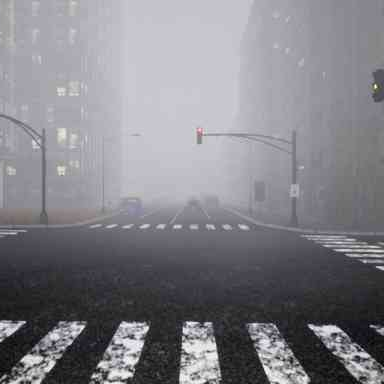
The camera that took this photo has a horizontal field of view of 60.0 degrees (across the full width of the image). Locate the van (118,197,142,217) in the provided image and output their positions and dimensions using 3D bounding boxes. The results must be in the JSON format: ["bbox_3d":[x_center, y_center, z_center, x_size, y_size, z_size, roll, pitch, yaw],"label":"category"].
[{"bbox_3d":[-5.664,1.347,30.575,1.690,1.788,3.998,0,0,0],"label":"van"}]

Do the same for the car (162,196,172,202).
[{"bbox_3d":[-5.628,1.558,74.812,1.752,1.417,4.829,0,0,0],"label":"car"}]

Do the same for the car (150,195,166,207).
[{"bbox_3d":[-5.646,1.542,52.608,1.752,1.417,4.829,0,0,0],"label":"car"}]

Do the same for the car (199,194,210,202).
[{"bbox_3d":[2.753,1.348,74.976,2.192,1.841,5.009,0,0,0],"label":"car"}]

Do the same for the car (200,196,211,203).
[{"bbox_3d":[2.749,1.579,69.425,2.008,1.369,4.403,0,0,0],"label":"car"}]

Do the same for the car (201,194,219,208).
[{"bbox_3d":[2.730,1.329,47.222,2.192,1.841,5.009,0,0,0],"label":"car"}]

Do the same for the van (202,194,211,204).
[{"bbox_3d":[2.743,1.365,63.875,1.690,1.788,3.998,0,0,0],"label":"van"}]

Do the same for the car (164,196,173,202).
[{"bbox_3d":[-5.623,1.589,80.533,2.008,1.369,4.403,0,0,0],"label":"car"}]

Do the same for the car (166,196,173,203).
[{"bbox_3d":[-5.632,1.468,69.431,1.967,1.590,4.097,0,0,0],"label":"car"}]

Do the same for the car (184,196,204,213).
[{"bbox_3d":[0.135,1.534,37.528,1.812,1.442,4.674,0,0,0],"label":"car"}]
